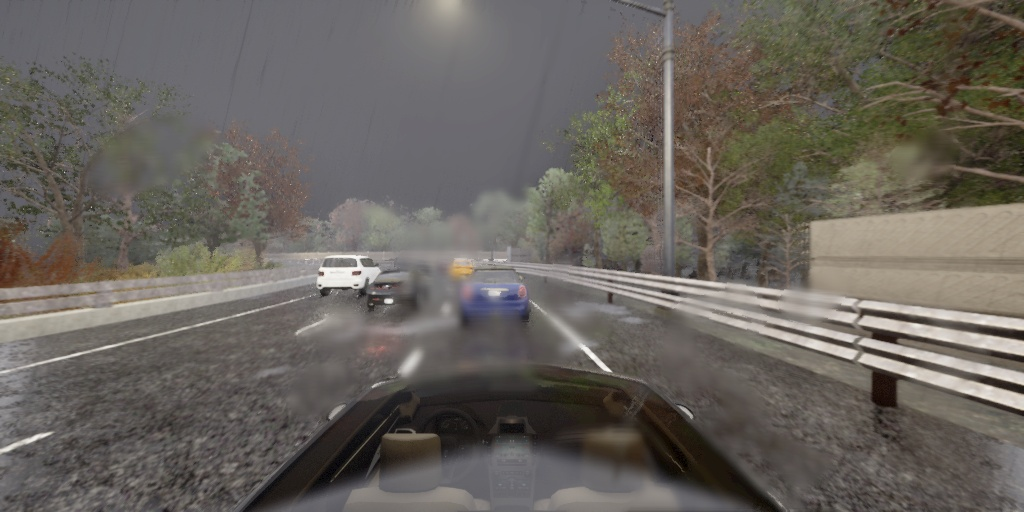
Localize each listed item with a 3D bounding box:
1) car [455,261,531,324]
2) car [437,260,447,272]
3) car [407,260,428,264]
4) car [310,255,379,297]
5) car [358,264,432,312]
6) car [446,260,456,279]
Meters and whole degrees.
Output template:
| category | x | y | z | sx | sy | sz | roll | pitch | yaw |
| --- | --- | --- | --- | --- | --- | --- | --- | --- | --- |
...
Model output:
| category | x | y | z | sx | sy | sz | roll | pitch | yaw |
| --- | --- | --- | --- | --- | --- | --- | --- | --- | --- |
| car | -0.646 | 1.096 | 12.247 | 2.097 | 1.767 | 4.553 | 0 | 0 | -5 |
| car | -8.708 | 1.272 | 46.676 | 1.812 | 1.442 | 4.674 | 0 | 0 | -17 |
| car | -9.034 | 1.261 | 35.202 | 1.837 | 1.490 | 4.892 | 0 | 0 | -18 |
| car | -8.642 | 0.988 | 19.501 | 2.150 | 2.045 | 5.566 | 0 | 0 | -10 |
| car | -4.418 | 1.261 | 14.437 | 1.837 | 1.490 | 4.892 | 0 | 0 | -7 |
| car | -4.458 | 1.220 | 32.019 | 1.882 | 1.535 | 5.008 | 0 | 0 | -15 |
